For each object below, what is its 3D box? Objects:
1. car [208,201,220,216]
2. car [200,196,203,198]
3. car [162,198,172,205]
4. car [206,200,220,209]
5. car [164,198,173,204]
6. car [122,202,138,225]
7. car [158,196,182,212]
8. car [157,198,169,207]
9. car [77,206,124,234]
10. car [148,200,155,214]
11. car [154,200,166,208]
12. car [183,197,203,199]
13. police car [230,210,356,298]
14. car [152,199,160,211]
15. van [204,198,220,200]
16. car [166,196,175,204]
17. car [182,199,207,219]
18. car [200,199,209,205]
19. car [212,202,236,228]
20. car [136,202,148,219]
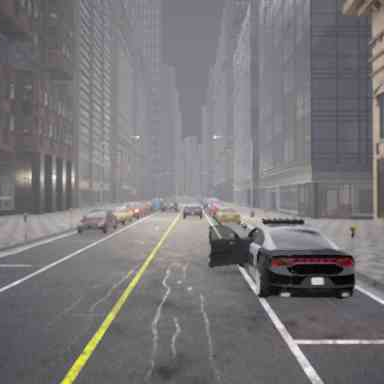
[{"bbox_3d":[2.796,1.829,31.887,1.887,1.381,4.507,0,-1,0],"label":"car"},{"bbox_3d":[2.823,1.974,59.898,1.967,1.590,4.097,0,-1,0],"label":"car"},{"bbox_3d":[-5.686,2.124,76.700,1.967,1.590,4.097,0,-1,0],"label":"car"},{"bbox_3d":[2.801,1.878,37.489,1.887,1.381,4.507,0,-1,0],"label":"car"},{"bbox_3d":[-5.681,2.300,82.301,1.947,1.339,4.313,0,-1,0],"label":"car"},{"bbox_3d":[-5.735,1.758,26.116,1.752,1.417,4.829,0,-1,0],"label":"car"},{"bbox_3d":[-2.976,1.629,45.286,2.150,2.045,5.566,0,-1,1],"label":"car"},{"bbox_3d":[-5.697,2.024,65.498,1.967,1.590,4.097,0,-1,0],"label":"car"},{"bbox_3d":[-5.741,1.766,20.683,1.802,1.307,4.206,0,-1,0],"label":"car"},{"bbox_3d":[-5.724,1.878,37.488,1.887,1.381,4.507,0,-1,0],"label":"car"},{"bbox_3d":[-5.703,2.115,59.894,1.802,1.307,4.206,0,-1,0],"label":"car"},{"bbox_3d":[0.077,1.904,46.279,2.128,1.511,4.902,0,0,1],"label":"car"},{"bbox_3d":[2.374,1.505,8.873,1.930,1.638,5.238,0,-1,0],"label":"police car"},{"bbox_3d":[-5.719,1.928,43.091,1.887,1.381,4.507,0,-1,0],"label":"car"},{"bbox_3d":[2.807,1.725,43.092,1.690,1.788,3.998,0,-1,0],"label":"van"},{"bbox_3d":[-5.674,2.099,87.905,2.192,1.841,5.009,0,-1,0],"label":"car"},{"bbox_3d":[0.084,1.785,32.826,2.128,1.511,4.902,0,0,1],"label":"car"},{"bbox_3d":[2.839,2.229,76.702,1.887,1.381,4.507,0,-1,0],"label":"car"},{"bbox_3d":[2.790,1.761,26.455,1.752,1.417,4.829,0,-1,0],"label":"car"},{"bbox_3d":[-5.729,1.724,31.888,1.967,1.590,4.097,0,-1,0],"label":"car"}]
